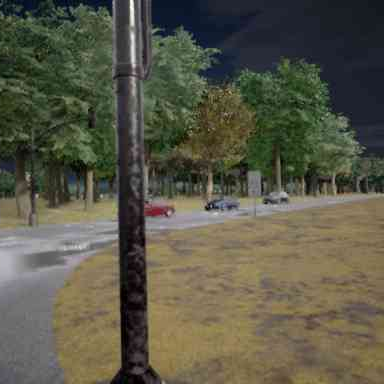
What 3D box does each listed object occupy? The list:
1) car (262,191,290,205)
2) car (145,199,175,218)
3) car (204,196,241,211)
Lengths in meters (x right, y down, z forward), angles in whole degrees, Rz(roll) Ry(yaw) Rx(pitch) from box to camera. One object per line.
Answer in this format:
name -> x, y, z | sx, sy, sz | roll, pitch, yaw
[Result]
car -> 10.690, 0.704, 42.196 | 2.097, 1.767, 4.553 | -2, -1, 38
car -> -3.128, 1.223, 24.056 | 1.812, 1.442, 4.674 | -2, -1, 37
car -> 2.962, 1.103, 32.056 | 1.994, 1.385, 4.181 | -2, -1, 37
